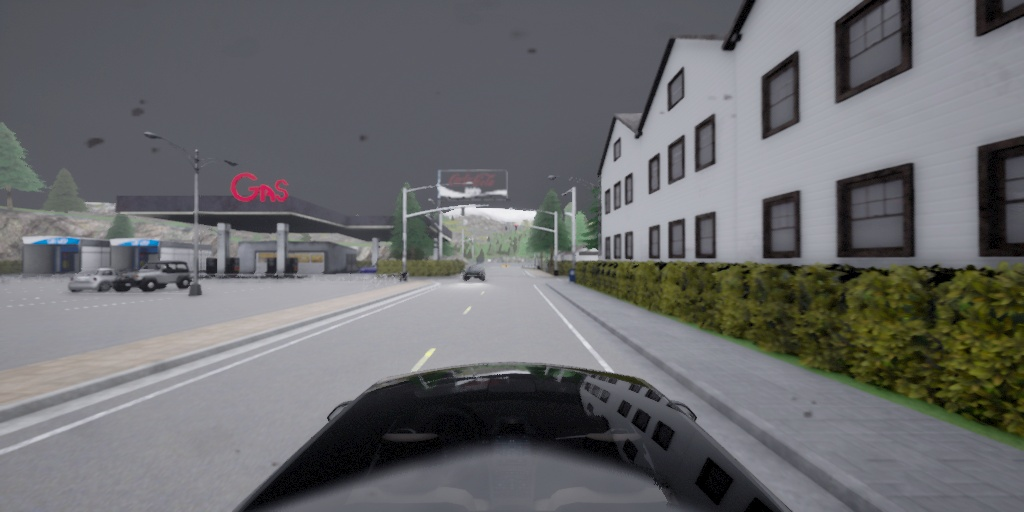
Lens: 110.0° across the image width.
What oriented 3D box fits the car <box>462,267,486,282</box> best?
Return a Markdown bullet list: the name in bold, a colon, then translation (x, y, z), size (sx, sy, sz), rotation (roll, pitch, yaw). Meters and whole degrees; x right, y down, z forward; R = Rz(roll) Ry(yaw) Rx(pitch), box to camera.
- **car**: translation (-3.512, 1.696, 34.070), size (1.895, 1.301, 4.718), rotation (0, -1, 0)
